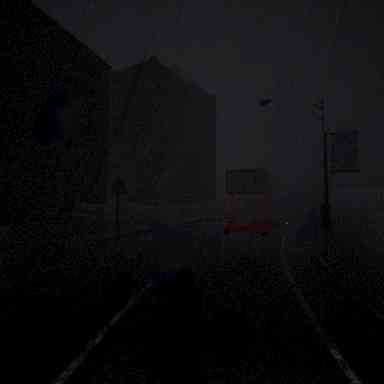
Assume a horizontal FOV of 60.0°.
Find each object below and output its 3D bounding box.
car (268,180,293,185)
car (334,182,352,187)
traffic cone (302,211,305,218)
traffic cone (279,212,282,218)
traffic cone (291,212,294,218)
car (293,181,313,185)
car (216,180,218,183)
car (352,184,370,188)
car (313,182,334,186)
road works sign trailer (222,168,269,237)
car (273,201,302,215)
[{"bbox_3d":[19.566,-1.929,75.852,4.892,1.521,2.231,1,-5,-15],"label":"car"},{"bbox_3d":[35.460,-1.589,80.694,4.553,1.767,2.185,2,-5,-18],"label":"car"},{"bbox_3d":[9.953,2.018,29.679,0.340,0.580,0.340,-2,-2,25],"label":"traffic cone"},{"bbox_3d":[8.144,2.093,30.513,0.340,0.580,0.340,-2,-2,24],"label":"traffic cone"},{"bbox_3d":[9.051,2.055,30.096,0.340,0.580,0.340,-2,-2,24],"label":"traffic cone"},{"bbox_3d":[24.905,-1.747,77.349,4.674,1.452,2.002,2,-5,-16],"label":"car"},{"bbox_3d":[3.637,-2.376,71.720,4.553,1.767,2.185,1,-5,-15],"label":"car"},{"bbox_3d":[40.857,-1.252,82.591,4.792,1.488,2.163,2,-5,-19],"label":"car"},{"bbox_3d":[30.212,-1.630,78.966,5.008,1.535,2.097,2,-5,-17],"label":"car"},{"bbox_3d":[3.123,0.502,18.480,2.380,3.560,2.880,-1,-1,25],"label":"road works sign trailer"},{"bbox_3d":[11.130,1.837,38.519,1.812,1.442,4.674,-4,-3,41],"label":"car"}]
